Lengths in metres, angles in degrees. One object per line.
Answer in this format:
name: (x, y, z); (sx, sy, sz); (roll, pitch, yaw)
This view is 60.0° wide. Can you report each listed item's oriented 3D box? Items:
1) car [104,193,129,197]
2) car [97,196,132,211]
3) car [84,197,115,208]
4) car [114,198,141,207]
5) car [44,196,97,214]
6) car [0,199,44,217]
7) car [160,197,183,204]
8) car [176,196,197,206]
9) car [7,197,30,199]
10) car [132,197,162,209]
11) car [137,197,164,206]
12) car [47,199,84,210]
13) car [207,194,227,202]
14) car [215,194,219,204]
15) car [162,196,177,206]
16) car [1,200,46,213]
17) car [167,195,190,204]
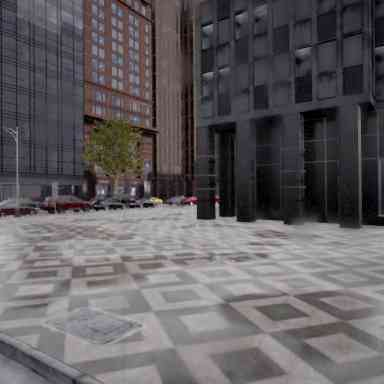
car: (-11.168, 1.235, 47.071); (2.150, 2.045, 5.566); (-1, -1, 35)
car: (-9.641, 1.525, 39.141); (1.947, 1.339, 4.313); (-1, 0, 35)
car: (-13.445, 1.485, 48.631); (1.967, 1.590, 4.097); (-1, 0, 35)
car: (-10.236, 1.613, 53.269); (1.802, 1.307, 4.206); (-1, 0, 35)
car: (-12.850, 1.290, 34.504); (2.192, 1.841, 5.009); (-1, 0, 35)
car: (-16.055, 1.577, 29.864); (1.802, 1.307, 4.206); (-1, 0, 35)
car: (-3.822, 1.574, 62.547); (1.947, 1.339, 4.313); (-1, 0, 35)
car: (-0.022, 1.462, 53.055); (1.887, 1.381, 4.507); (-1, 0, 35)
car: (-19.208, 1.405, 35.454); (2.097, 1.767, 4.553); (-1, 0, 35)
car: (-6.435, 1.509, 43.778); (1.947, 1.339, 4.313); (-1, 0, 35)
car: (-7.126, 1.545, 57.767); (1.752, 1.417, 4.829); (-1, 0, 35)
car: (-16.651, 1.642, 43.992); (1.802, 1.307, 4.206); (-1, 0, 35)
car: (5.798, 1.296, 76.463); (2.192, 1.841, 5.009); (-1, 0, 35)
car: (3.184, 1.222, 57.694); (2.192, 1.841, 5.009); (-1, 0, 35)
car: (-2.030, 1.496, 54.748); (2.033, 1.411, 5.357); (-1, 0, 35)
car: (-19.858, 1.643, 39.354); (1.947, 1.339, 4.313); (-1, 0, 35)
car: (-2.388, 1.335, 59.603); (1.994, 1.385, 4.181); (-1, 0, 35)
